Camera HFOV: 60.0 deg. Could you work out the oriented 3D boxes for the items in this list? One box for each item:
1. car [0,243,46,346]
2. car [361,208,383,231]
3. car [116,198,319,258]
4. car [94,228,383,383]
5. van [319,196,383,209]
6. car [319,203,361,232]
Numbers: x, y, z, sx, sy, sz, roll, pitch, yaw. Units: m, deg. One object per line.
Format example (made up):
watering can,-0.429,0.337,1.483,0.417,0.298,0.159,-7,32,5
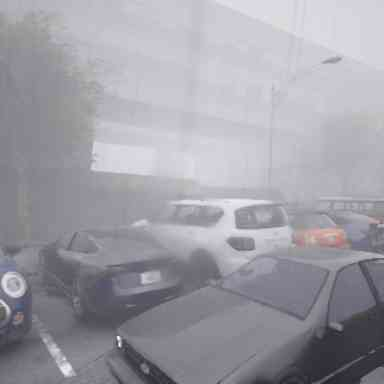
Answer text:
car,-4.322,1.356,5.923,2.185,1.767,4.553,0,0,-35
car,4.779,1.449,12.403,2.163,1.488,4.792,0,0,-35
car,0.228,1.199,9.160,2.435,2.045,5.566,0,0,-35
car,1.670,1.526,4.566,5.357,1.411,2.033,0,0,-35
van,7.003,1.178,14.097,1.878,1.987,4.442,0,0,-35
car,2.539,1.309,10.735,2.185,1.767,4.553,0,0,-35
